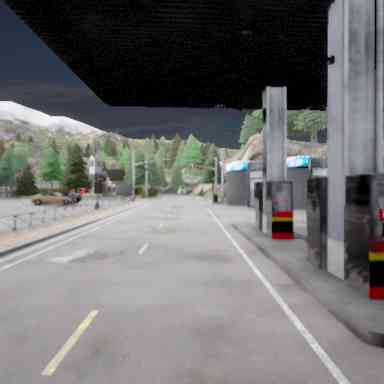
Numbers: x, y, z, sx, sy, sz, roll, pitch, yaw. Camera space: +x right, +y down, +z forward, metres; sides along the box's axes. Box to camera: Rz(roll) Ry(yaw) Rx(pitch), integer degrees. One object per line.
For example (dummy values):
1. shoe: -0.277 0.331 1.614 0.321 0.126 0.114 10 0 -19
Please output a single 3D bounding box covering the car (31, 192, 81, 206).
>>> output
1. car: -16.562 0.826 40.062 5.027 1.636 2.152 0 1 -1
